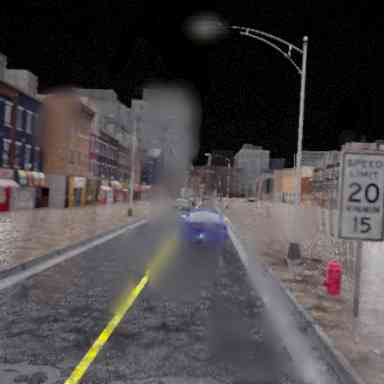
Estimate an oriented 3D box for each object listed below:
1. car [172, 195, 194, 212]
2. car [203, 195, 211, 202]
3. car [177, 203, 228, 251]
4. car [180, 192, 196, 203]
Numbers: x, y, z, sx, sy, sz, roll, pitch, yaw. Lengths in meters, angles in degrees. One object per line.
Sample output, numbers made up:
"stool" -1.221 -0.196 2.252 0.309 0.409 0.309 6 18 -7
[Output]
"car" -1.153 1.472 37.972 1.837 1.490 4.892 3 0 3
"car" 3.853 1.619 87.244 2.097 1.767 4.553 3 0 3
"car" 0.533 1.508 14.660 1.882 1.535 5.008 3 0 3
"car" -0.586 0.962 49.730 2.150 2.045 5.566 3 0 3
